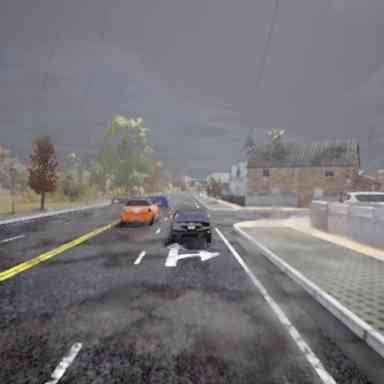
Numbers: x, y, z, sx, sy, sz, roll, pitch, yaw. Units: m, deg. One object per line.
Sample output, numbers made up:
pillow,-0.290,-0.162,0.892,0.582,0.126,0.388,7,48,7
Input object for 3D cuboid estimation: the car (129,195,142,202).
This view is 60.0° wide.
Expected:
car,-11.019,1.181,65.458,1.895,1.301,4.718,0,0,-1

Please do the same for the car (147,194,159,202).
car,-7.785,1.174,66.192,1.895,1.301,4.718,0,0,-1

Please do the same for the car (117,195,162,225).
car,-3.479,1.213,22.878,2.097,1.767,4.553,0,0,-1

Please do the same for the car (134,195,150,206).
car,-7.502,1.251,50.235,1.994,1.385,4.181,0,0,-1

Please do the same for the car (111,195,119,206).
car,-10.738,1.184,49.481,2.128,1.511,4.902,0,0,-1

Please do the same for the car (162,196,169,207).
car,-3.890,1.217,41.890,1.882,1.535,5.008,0,0,-1

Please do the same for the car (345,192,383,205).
car,13.465,1.033,22.867,5.566,2.045,2.150,0,1,32

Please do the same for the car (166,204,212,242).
car,-0.075,1.450,15.744,2.033,1.411,5.357,0,0,-1
